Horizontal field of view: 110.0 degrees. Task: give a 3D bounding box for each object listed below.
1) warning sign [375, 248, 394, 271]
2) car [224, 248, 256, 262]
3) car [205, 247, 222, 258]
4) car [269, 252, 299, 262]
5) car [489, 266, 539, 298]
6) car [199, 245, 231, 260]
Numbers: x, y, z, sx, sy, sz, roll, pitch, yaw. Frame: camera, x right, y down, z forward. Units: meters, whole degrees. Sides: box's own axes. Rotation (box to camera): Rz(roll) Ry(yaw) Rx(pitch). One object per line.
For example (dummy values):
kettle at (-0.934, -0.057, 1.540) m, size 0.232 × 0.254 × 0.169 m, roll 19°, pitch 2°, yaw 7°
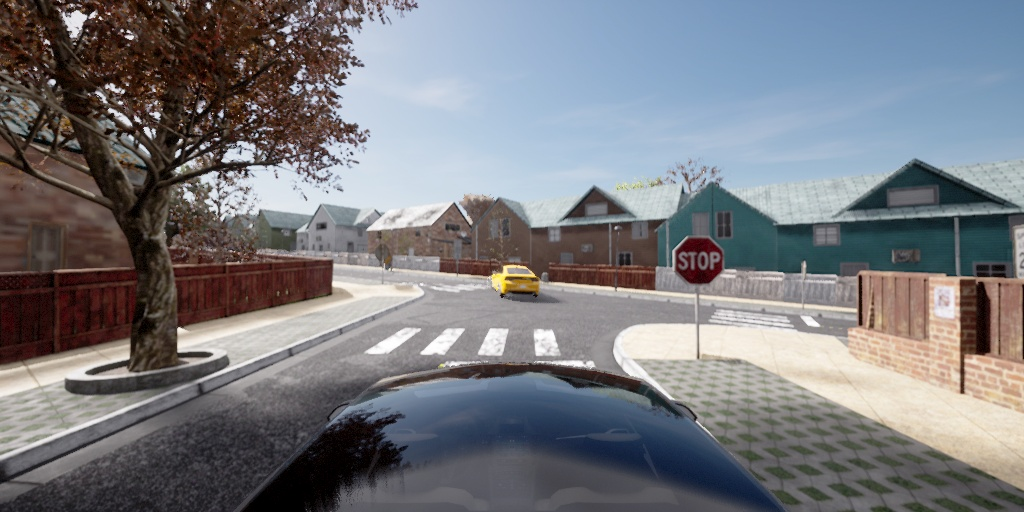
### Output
warning sign at (-11.336, 0.410, 32.317) m, size 1.060 × 1.860 × 1.300 m, roll 0°, pitch 0°, yaw 34°
car at (-32.810, -0.190, 43.809) m, size 4.553 × 1.767 × 2.097 m, roll 2°, pitch 0°, yaw 34°
car at (-37.699, -0.203, 43.707) m, size 4.674 × 1.442 × 1.812 m, roll 2°, pitch 0°, yaw 34°
car at (-19.804, 0.446, 31.566) m, size 4.902 × 1.511 × 2.128 m, roll 2°, pitch 0°, yaw 34°
car at (0.026, 1.253, 19.176) m, size 1.882 × 1.535 × 5.008 m, roll 3°, pitch 0°, yaw -11°
car at (-40.727, -0.479, 49.076) m, size 4.553 × 1.767 × 2.097 m, roll 2°, pitch 0°, yaw 34°
